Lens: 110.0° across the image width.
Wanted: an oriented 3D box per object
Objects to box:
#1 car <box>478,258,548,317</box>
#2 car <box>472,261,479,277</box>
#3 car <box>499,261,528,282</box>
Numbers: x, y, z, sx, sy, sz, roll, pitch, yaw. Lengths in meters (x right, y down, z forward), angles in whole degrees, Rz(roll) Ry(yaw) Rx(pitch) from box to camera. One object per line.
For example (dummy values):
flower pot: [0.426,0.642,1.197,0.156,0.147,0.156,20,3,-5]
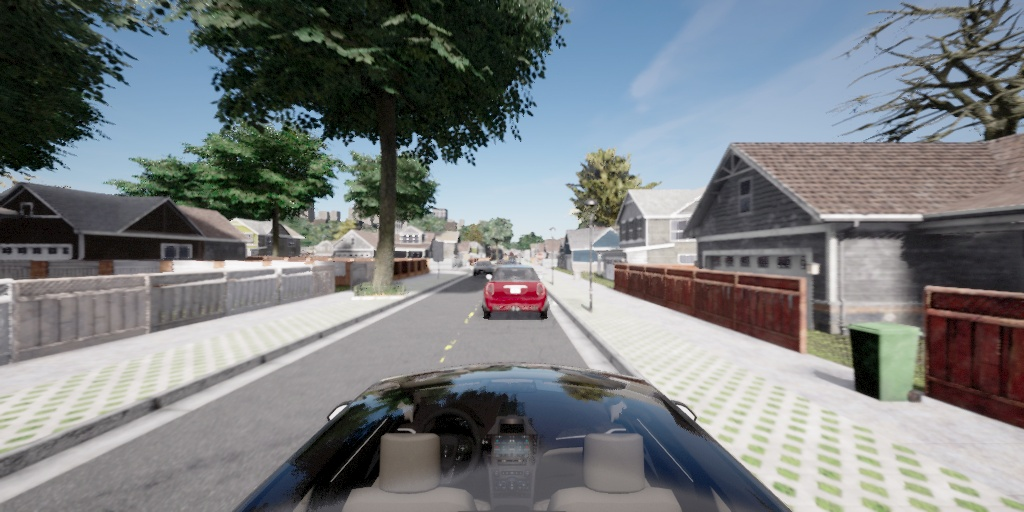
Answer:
car: [0.104,1.090,13.171,2.097,1.767,4.553,0,0,0]
car: [-2.755,1.252,35.299,1.837,1.490,4.892,0,-1,0]
car: [0.111,1.228,29.308,2.128,1.511,4.902,0,0,0]
